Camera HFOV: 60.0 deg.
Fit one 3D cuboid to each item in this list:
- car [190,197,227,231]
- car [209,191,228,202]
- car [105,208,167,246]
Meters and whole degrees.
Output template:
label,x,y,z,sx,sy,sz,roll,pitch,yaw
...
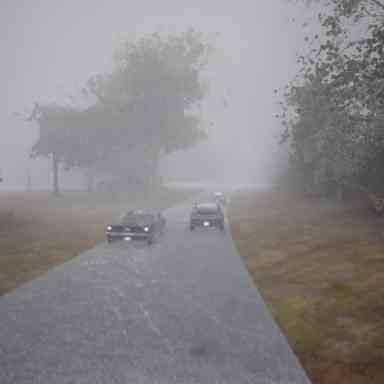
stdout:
label,x,y,z,sx,sy,sz,roll,pitch,yaw
car,0.906,1.282,19.246,1.837,1.490,4.892,0,1,4
car,2.908,0.581,37.452,1.812,1.442,4.674,1,3,8
car,-2.338,1.447,14.900,1.895,1.301,4.718,1,1,3
